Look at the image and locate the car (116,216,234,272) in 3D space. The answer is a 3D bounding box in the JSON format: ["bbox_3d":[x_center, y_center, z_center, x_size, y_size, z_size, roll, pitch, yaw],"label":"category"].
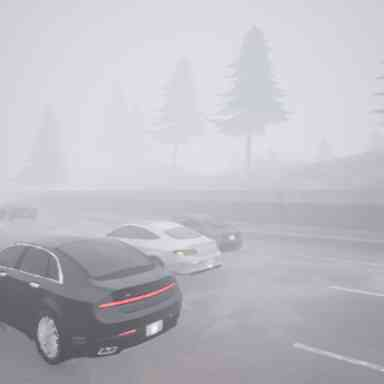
[{"bbox_3d":[-1.360,1.532,9.542,4.674,1.442,1.812,0,0,39],"label":"car"}]

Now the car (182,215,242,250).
[{"bbox_3d":[-0.131,1.580,13.066,4.181,1.385,1.994,0,0,39],"label":"car"}]

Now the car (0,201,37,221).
[{"bbox_3d":[-13.652,1.453,25.787,1.882,1.535,5.008,0,0,-43],"label":"car"}]

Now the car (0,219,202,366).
[{"bbox_3d":[-2.383,1.505,5.882,4.892,1.490,1.837,1,0,39],"label":"car"}]
